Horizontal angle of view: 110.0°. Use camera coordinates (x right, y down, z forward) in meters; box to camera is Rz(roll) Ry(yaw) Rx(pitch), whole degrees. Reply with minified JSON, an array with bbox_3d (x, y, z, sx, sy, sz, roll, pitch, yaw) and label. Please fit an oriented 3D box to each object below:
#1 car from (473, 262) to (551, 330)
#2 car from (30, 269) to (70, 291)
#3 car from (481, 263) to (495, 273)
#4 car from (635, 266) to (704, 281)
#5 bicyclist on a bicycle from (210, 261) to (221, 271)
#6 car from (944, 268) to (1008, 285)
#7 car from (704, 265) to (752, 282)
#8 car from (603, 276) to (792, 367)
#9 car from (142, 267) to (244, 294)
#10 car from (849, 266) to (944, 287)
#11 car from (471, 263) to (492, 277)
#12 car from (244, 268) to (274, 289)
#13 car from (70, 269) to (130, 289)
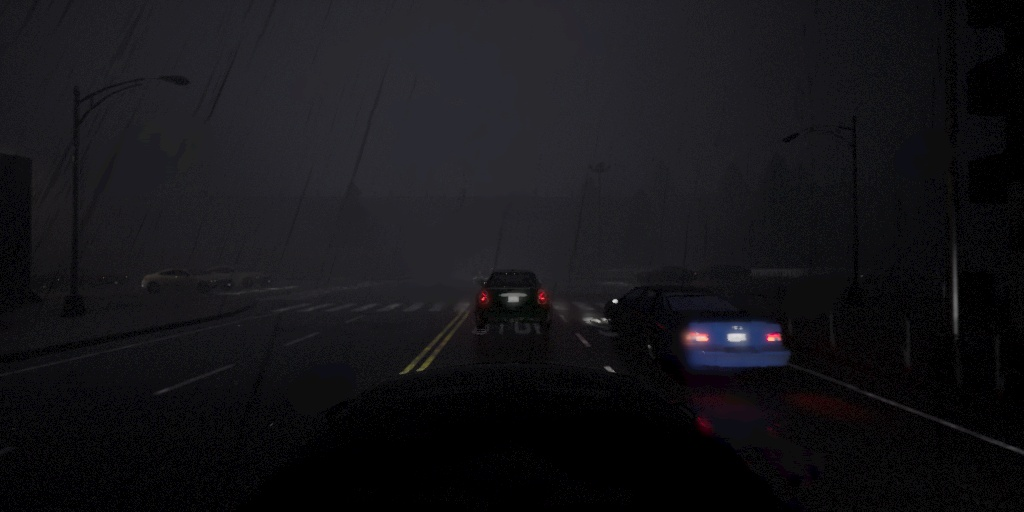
[{"bbox_3d":[-0.032,1.206,11.722,2.097,1.767,4.553,0,-1,-2],"label":"car"},{"bbox_3d":[-29.830,1.500,21.183,4.718,1.301,1.895,0,-1,0],"label":"car"},{"bbox_3d":[-3.575,1.808,54.247,1.837,1.490,4.892,0,-1,0],"label":"car"},{"bbox_3d":[12.185,1.502,28.406,4.674,1.442,1.812,0,-1,1],"label":"car"},{"bbox_3d":[-29.415,1.352,35.670,0.582,1.620,1.656,0,0,0],"label":"bicyclist on a bicycle"},{"bbox_3d":[35.692,1.569,27.626,4.718,1.301,1.895,0,-1,29],"label":"car"},{"bbox_3d":[18.368,1.515,31.628,4.892,1.490,1.837,0,-1,4],"label":"car"},{"bbox_3d":[3.589,1.366,8.201,2.033,1.411,5.357,0,-1,0],"label":"car"},{"bbox_3d":[-19.044,1.425,21.198,4.674,1.442,1.812,0,-1,0],"label":"car"},{"bbox_3d":[28.339,1.486,26.852,4.674,1.442,1.812,0,-1,18],"label":"car"},{"bbox_3d":[-3.572,1.678,43.177,2.128,1.511,4.902,0,-1,0],"label":"car"},{"bbox_3d":[-19.059,1.462,24.701,4.674,1.442,1.812,0,-1,0],"label":"car"},{"bbox_3d":[-29.453,1.537,24.684,4.718,1.301,1.895,0,-1,0],"label":"car"}]
